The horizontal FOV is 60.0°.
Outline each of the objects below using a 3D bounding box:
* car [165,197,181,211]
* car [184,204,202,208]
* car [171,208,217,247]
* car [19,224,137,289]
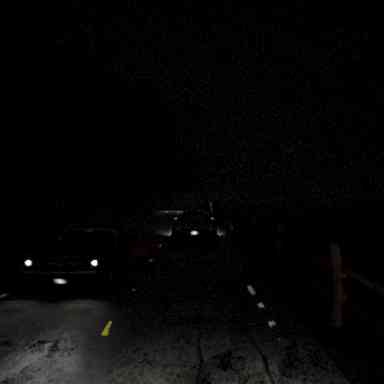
[{"bbox_3d":[-2.830,1.753,50.522,2.150,2.045,5.566,0,-1,0],"label":"car"},{"bbox_3d":[0.101,1.901,34.419,1.895,1.301,4.718,0,-1,0],"label":"car"},{"bbox_3d":[0.099,1.656,15.567,1.994,1.385,4.181,0,-1,0],"label":"car"},{"bbox_3d":[-2.851,1.640,9.406,1.895,1.301,4.718,0,0,0],"label":"car"}]
